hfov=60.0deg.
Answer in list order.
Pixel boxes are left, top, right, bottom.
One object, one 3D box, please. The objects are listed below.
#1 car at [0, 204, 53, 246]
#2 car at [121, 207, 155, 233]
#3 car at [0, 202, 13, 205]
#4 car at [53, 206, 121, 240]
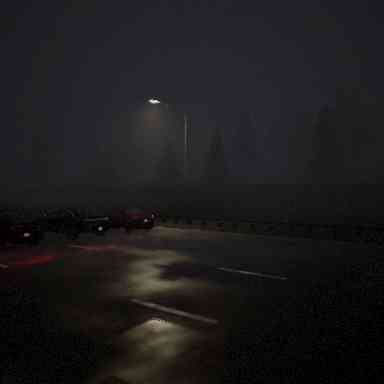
[{"bbox_3d":[-8.285,1.482,14.078,5.008,1.535,1.882,0,0,36],"label":"car"},{"bbox_3d":[-4.220,1.570,19.777,4.181,1.385,1.994,0,0,36],"label":"car"},{"bbox_3d":[-16.432,1.570,28.488,4.181,1.385,1.994,0,0,36],"label":"car"},{"bbox_3d":[-6.253,1.492,16.928,4.902,1.511,2.128,0,0,36],"label":"car"}]
